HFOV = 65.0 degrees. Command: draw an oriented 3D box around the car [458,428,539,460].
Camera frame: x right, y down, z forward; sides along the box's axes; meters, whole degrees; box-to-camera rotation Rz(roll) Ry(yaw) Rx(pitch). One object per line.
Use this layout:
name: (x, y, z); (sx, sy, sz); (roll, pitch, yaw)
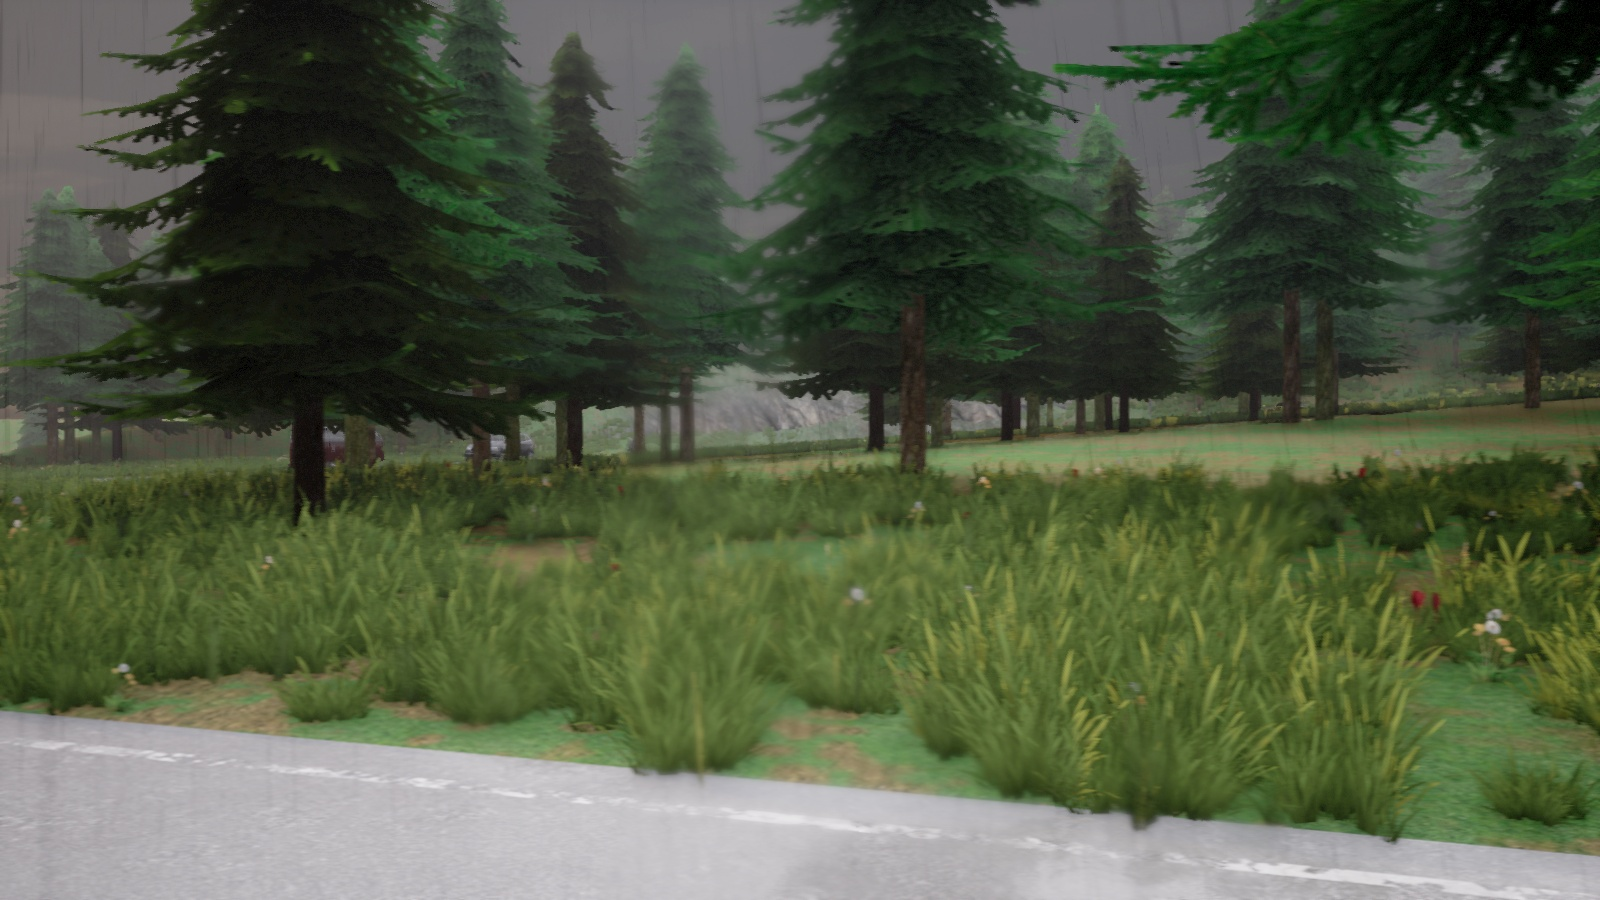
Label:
car: (-16.539, -0.359, 69.172); (2.242, 1.667, 4.611); (1, 1, 18)

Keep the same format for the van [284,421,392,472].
van: (-18.902, -0.178, 51.587); (1.775, 1.987, 4.442); (1, 1, 18)
